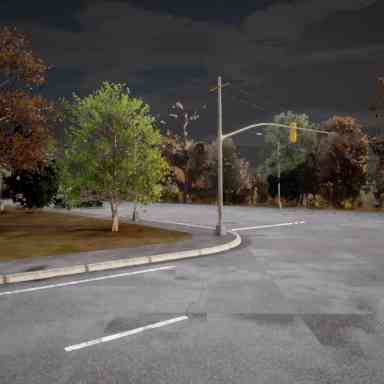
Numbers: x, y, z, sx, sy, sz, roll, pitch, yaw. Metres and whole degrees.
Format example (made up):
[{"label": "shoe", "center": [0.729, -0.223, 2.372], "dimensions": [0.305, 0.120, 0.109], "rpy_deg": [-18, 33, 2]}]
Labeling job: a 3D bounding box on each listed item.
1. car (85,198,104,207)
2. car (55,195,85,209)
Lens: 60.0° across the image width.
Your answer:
[{"label": "car", "center": [-14.540, 1.504, 48.109], "dimensions": [1.895, 1.301, 4.718], "rpy_deg": [-1, 0, -38]}, {"label": "car", "center": [-17.258, 1.170, 45.897], "dimensions": [2.150, 2.045, 5.566], "rpy_deg": [-1, 0, -39]}]
